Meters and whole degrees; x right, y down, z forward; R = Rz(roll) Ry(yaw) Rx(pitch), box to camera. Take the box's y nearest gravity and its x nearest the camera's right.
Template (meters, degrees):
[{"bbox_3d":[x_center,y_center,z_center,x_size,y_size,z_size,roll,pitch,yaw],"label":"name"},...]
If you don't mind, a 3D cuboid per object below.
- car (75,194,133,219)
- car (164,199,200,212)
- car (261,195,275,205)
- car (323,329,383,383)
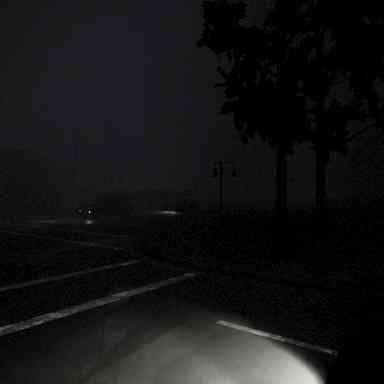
[{"bbox_3d":[-7.765,1.222,30.031,2.150,2.045,5.566,0,0,35],"label":"car"},{"bbox_3d":[-1.072,1.548,39.905,2.033,1.411,5.357,0,0,34],"label":"car"},{"bbox_3d":[13.856,1.347,60.760,2.097,1.767,4.553,0,0,7],"label":"car"},{"bbox_3d":[2.915,1.564,1.894,4.181,1.385,1.994,0,0,36],"label":"car"}]
